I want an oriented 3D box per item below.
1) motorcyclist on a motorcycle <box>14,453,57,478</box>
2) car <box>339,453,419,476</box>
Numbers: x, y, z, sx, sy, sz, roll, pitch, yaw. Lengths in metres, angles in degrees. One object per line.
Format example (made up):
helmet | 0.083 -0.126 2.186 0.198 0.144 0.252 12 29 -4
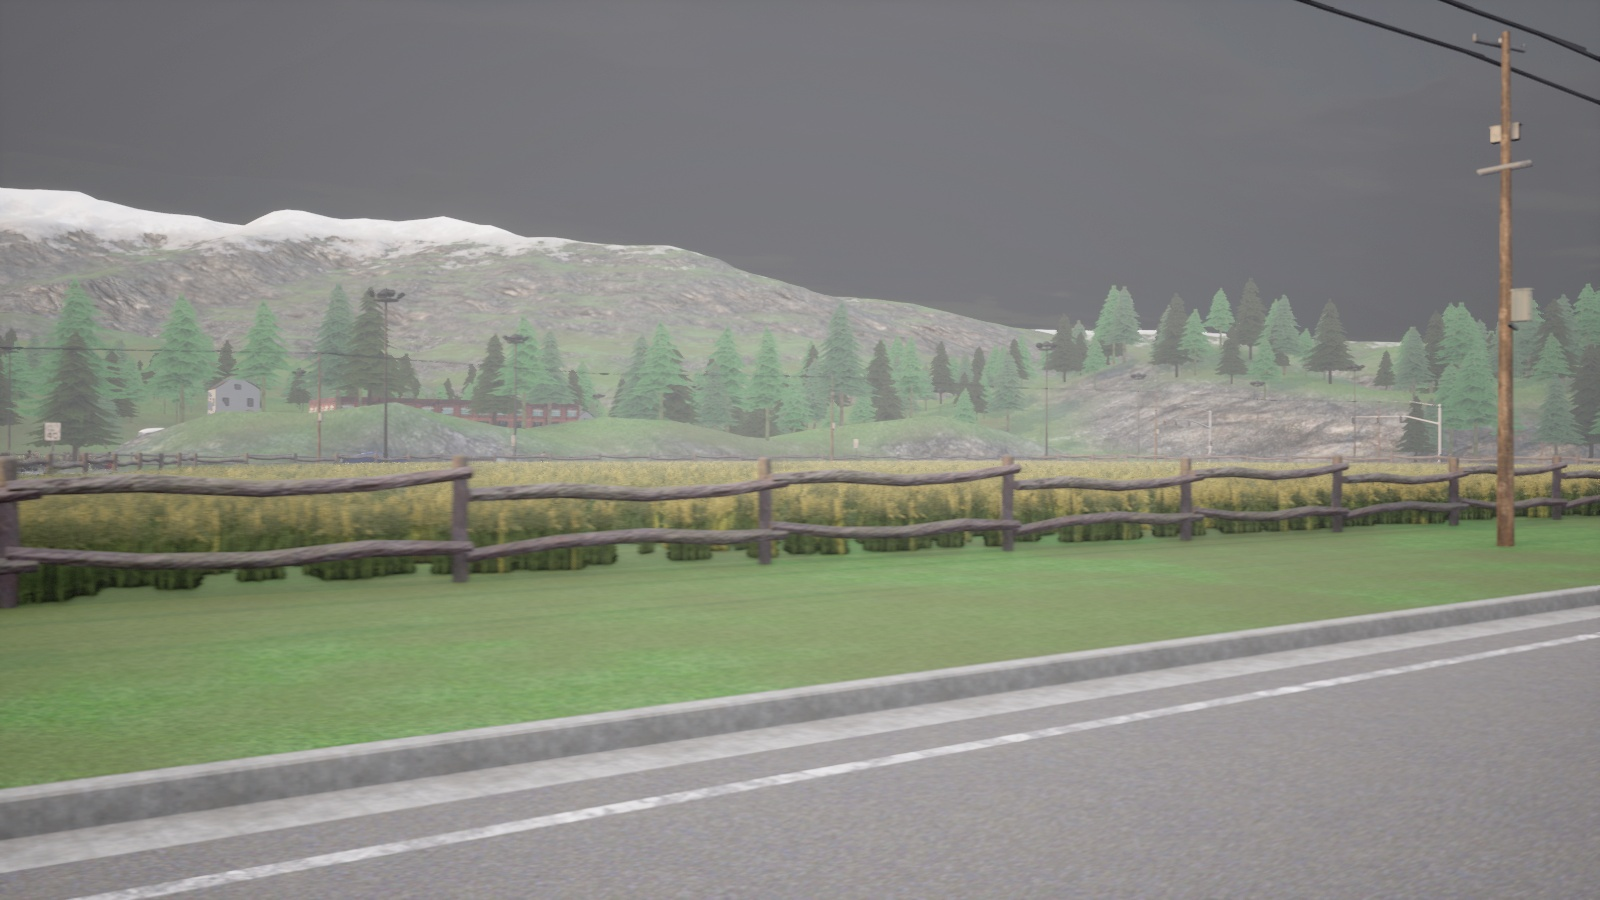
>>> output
motorcyclist on a motorcycle | -49.927 1.002 82.026 2.350 1.649 0.766 0 0 -35
car | -29.448 1.000 87.865 5.008 1.535 1.882 0 0 -35
